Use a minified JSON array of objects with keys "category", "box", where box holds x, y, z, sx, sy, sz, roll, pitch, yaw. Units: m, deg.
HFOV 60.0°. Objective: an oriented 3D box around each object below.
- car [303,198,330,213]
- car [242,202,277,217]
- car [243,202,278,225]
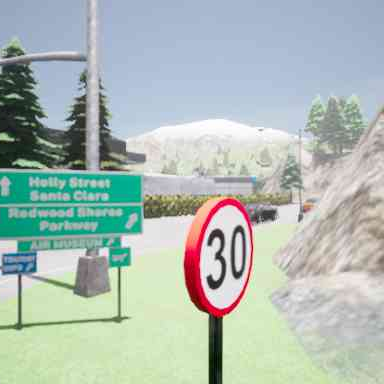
[{"category":"car","box":[14.759,1.520,39.329,2.097,1.767,4.553,0,0,36]},{"category":"car","box":[7.223,1.761,35.205,1.895,1.301,4.718,0,0,36]},{"category":"car","box":[5.096,1.660,25.994,2.128,1.511,4.902,0,0,36]}]
